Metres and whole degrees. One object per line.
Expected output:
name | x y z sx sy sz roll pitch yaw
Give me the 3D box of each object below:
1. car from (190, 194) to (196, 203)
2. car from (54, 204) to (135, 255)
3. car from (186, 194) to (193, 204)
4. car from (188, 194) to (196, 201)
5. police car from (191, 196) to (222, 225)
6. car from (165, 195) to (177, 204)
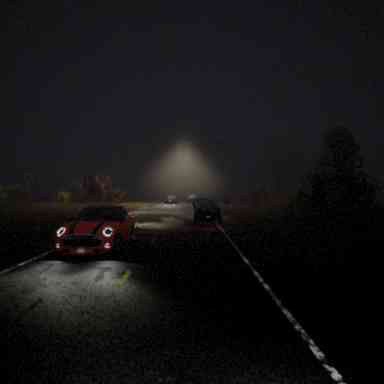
car | 1.051 1.354 39.605 1.882 1.535 5.008 0 0 0
car | -3.599 1.320 13.020 2.097 1.767 4.553 0 0 0
car | 0.001 1.283 57.973 2.128 1.511 4.902 0 0 0
car | -0.007 1.193 74.443 1.812 1.442 4.674 0 0 0
police car | 1.050 1.361 23.712 1.930 1.638 5.238 0 0 0
car | -3.555 1.292 56.182 2.128 1.511 4.902 0 0 0
